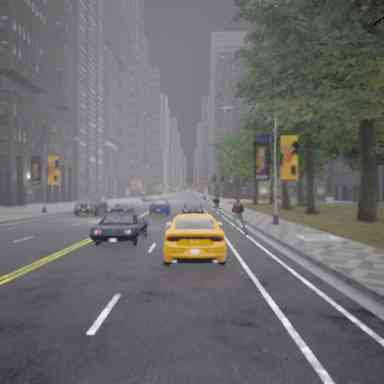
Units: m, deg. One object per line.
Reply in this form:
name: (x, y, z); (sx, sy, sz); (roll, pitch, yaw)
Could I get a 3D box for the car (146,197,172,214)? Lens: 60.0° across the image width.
car: (-3.152, 1.536, 33.766); (1.882, 1.535, 5.008); (0, 0, 0)

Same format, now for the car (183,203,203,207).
car: (0.097, 1.655, 30.666); (1.895, 1.301, 4.718); (0, 0, 0)

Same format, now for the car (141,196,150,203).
car: (-9.751, 1.630, 72.216); (1.882, 1.535, 5.008); (0, 0, 0)

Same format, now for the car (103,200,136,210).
car: (-6.599, 1.656, 31.536); (1.895, 1.301, 4.718); (0, 0, 0)

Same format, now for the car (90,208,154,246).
car: (-3.153, 1.636, 15.520); (1.895, 1.301, 4.718); (0, 0, 0)

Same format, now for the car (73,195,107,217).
car: (-9.847, 1.280, 32.921); (2.150, 2.045, 5.566); (0, 0, 0)

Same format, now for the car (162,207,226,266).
car: (0.091, 1.507, 11.720); (1.882, 1.535, 5.008); (0, 0, 0)
